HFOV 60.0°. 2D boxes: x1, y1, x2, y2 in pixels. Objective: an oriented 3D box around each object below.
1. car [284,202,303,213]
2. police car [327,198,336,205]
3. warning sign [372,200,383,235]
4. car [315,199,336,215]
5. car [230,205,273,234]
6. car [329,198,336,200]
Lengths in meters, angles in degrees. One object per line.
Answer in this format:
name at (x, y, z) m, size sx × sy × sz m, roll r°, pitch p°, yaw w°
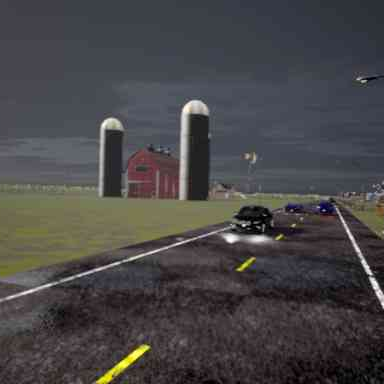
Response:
car at (12.706, 1.900, 41.531) m, size 1.895 × 1.301 × 4.718 m, roll 2°, pitch 0°, yaw 23°
police car at (35.182, 2.410, 83.834) m, size 1.930 × 1.638 × 5.238 m, roll 2°, pitch 0°, yaw 23°
warning sign at (10.645, 1.385, 18.108) m, size 1.300 × 1.860 × 1.060 m, roll 2°, pitch 1°, yaw 23°
car at (15.570, 1.912, 39.046) m, size 1.812 × 1.442 × 4.674 m, roll 2°, pitch 0°, yaw 23°
car at (3.715, 1.570, 20.095) m, size 1.837 × 1.490 × 4.892 m, roll 2°, pitch 0°, yaw 23°
car at (19.983, 2.003, 49.660) m, size 2.128 × 1.511 × 4.902 m, roll 2°, pitch 0°, yaw 22°
